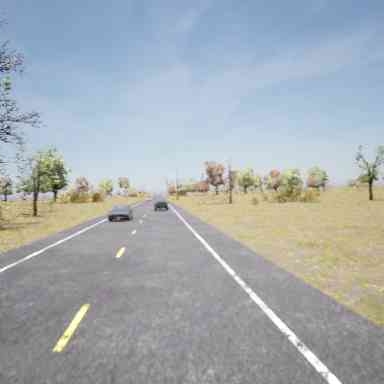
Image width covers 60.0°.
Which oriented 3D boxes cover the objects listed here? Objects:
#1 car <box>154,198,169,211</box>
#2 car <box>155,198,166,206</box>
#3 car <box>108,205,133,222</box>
[{"bbox_3d":[-4.282,1.766,46.390,1.837,1.490,4.892,-2,-1,-6],"label":"car"},{"bbox_3d":[-6.085,1.914,64.121,2.033,1.411,5.357,-2,0,-5],"label":"car"},{"bbox_3d":[-6.372,1.852,30.158,2.033,1.411,5.357,-2,0,-6],"label":"car"}]
